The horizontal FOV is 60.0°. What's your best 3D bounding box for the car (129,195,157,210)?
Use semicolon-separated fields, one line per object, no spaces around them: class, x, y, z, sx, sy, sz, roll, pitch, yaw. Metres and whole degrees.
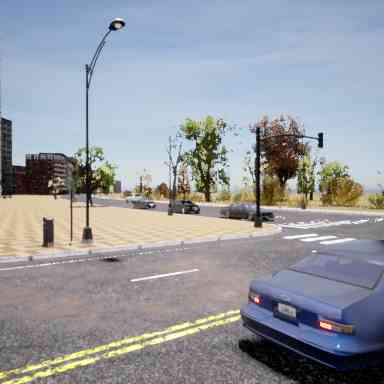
car;-6.552;1.594;46.066;2.128;1.511;4.902;0;0;-31

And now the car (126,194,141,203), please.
car;-11.982;1.335;68.837;2.150;2.045;5.566;0;0;-29

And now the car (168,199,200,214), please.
car;-0.931;1.586;36.819;1.837;1.490;4.892;0;0;-32

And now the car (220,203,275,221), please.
car;4.483;1.604;28.025;2.033;1.411;5.357;0;0;-31

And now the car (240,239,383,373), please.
car;3.283;1.547;5.640;5.357;1.411;2.033;0;0;-34
